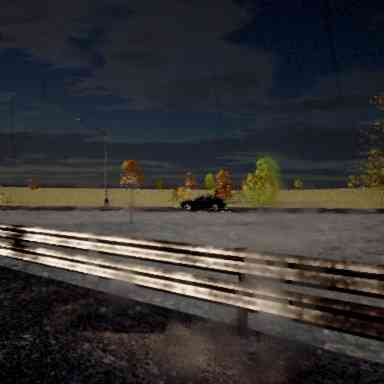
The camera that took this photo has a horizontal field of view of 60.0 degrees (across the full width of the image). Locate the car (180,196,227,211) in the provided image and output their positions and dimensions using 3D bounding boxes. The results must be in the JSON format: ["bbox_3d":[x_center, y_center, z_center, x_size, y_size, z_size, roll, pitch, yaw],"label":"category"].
[{"bbox_3d":[1.201,1.162,34.447,4.892,1.490,1.837,0,0,13],"label":"car"}]
